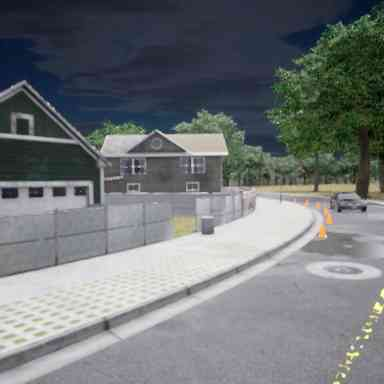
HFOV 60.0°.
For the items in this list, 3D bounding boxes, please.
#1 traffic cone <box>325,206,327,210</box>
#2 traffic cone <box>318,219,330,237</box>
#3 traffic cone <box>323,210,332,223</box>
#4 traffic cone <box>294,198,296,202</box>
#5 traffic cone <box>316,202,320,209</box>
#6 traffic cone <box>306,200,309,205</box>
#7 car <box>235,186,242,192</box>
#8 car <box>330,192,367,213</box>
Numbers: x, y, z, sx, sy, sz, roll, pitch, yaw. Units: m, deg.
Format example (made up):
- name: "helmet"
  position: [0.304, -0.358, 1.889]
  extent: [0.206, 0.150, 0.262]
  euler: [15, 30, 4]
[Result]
- name: "traffic cone"
  position: [9.086, 1.254, 22.569]
  extent: [0.340, 0.580, 0.340]
  euler: [-1, 1, 17]
- name: "traffic cone"
  position: [5.411, 1.545, 13.795]
  extent: [0.340, 0.580, 0.340]
  euler: [-1, 1, 28]
- name: "traffic cone"
  position: [7.456, 1.398, 18.095]
  extent: [0.340, 0.580, 0.340]
  euler: [-1, 1, 23]
- name: "traffic cone"
  position: [11.357, 0.854, 36.632]
  extent: [0.340, 0.580, 0.340]
  euler: [-1, 1, 1]
- name: "traffic cone"
  position: [10.286, 1.113, 27.176]
  extent: [0.340, 0.580, 0.340]
  euler: [-1, 1, 12]
- name: "traffic cone"
  position: [11.045, 0.979, 31.879]
  extent: [0.340, 0.580, 0.340]
  euler: [-1, 1, 6]
- name: "car"
  position: [9.057, -0.359, 66.165]
  extent: [1.837, 1.490, 4.892]
  euler: [-1, 1, -8]
- name: "car"
  position: [11.560, 0.710, 24.847]
  extent: [1.812, 1.442, 4.674]
  euler: [-1, 2, 13]
